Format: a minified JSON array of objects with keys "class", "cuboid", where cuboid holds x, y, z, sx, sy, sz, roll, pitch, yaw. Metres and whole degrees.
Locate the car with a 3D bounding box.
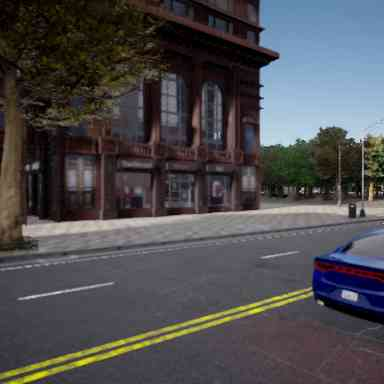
[{"class":"car","cuboid":[4.477,1.462,6.633,5.008,1.535,1.882,0,0,-35]}]
